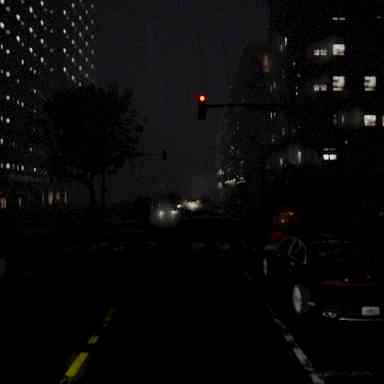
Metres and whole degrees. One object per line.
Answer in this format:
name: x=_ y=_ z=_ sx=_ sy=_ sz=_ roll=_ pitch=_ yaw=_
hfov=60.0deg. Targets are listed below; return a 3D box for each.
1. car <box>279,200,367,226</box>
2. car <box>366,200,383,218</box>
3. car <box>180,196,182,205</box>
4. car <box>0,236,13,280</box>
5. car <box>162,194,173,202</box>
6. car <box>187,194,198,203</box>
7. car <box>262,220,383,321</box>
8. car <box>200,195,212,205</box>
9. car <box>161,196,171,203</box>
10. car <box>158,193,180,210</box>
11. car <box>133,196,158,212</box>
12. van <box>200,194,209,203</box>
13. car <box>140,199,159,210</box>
car: x=7.846 y=1.410 z=20.542 sx=4.892 sy=1.490 sz=1.837 roll=-2 pitch=-3 yaw=-12
car: x=13.421 y=1.358 z=26.589 sx=4.403 sy=1.369 sz=2.008 roll=-1 pitch=1 yaw=-1
car: x=-3.072 y=1.281 z=61.067 sx=2.150 sy=2.045 sz=5.566 roll=0 pitch=0 yaw=0
car: x=-5.692 y=1.548 z=7.180 sx=1.887 sy=1.381 sz=4.507 roll=0 pitch=0 yaw=0
car: x=-5.705 y=1.410 z=78.228 sx=2.192 sy=1.841 sz=5.009 roll=0 pitch=0 yaw=0
car: x=-0.013 y=1.603 z=69.306 sx=1.812 sy=1.442 sz=4.674 roll=0 pitch=0 yaw=0
car: x=2.688 y=1.554 z=7.181 sx=2.008 sy=1.369 sz=4.403 roll=0 pitch=0 yaw=0
car: x=2.679 y=1.630 z=61.660 sx=1.947 sy=1.339 sz=4.313 roll=0 pitch=0 yaw=0
car: x=-5.704 y=1.650 z=72.706 sx=1.947 sy=1.339 sz=4.313 roll=0 pitch=0 yaw=0
car: x=-3.104 y=1.260 z=43.656 sx=2.150 sy=2.045 sz=5.566 roll=0 pitch=0 yaw=0
car: x=-5.699 y=1.349 z=39.568 sx=2.192 sy=1.841 sz=5.009 roll=0 pitch=0 yaw=0
van: x=2.677 y=1.425 z=72.707 sx=1.690 sy=1.788 sz=3.998 roll=0 pitch=0 yaw=0
car: x=-5.699 y=1.607 z=45.091 sx=1.947 sy=1.339 sz=4.313 roll=0 pitch=0 yaw=0
